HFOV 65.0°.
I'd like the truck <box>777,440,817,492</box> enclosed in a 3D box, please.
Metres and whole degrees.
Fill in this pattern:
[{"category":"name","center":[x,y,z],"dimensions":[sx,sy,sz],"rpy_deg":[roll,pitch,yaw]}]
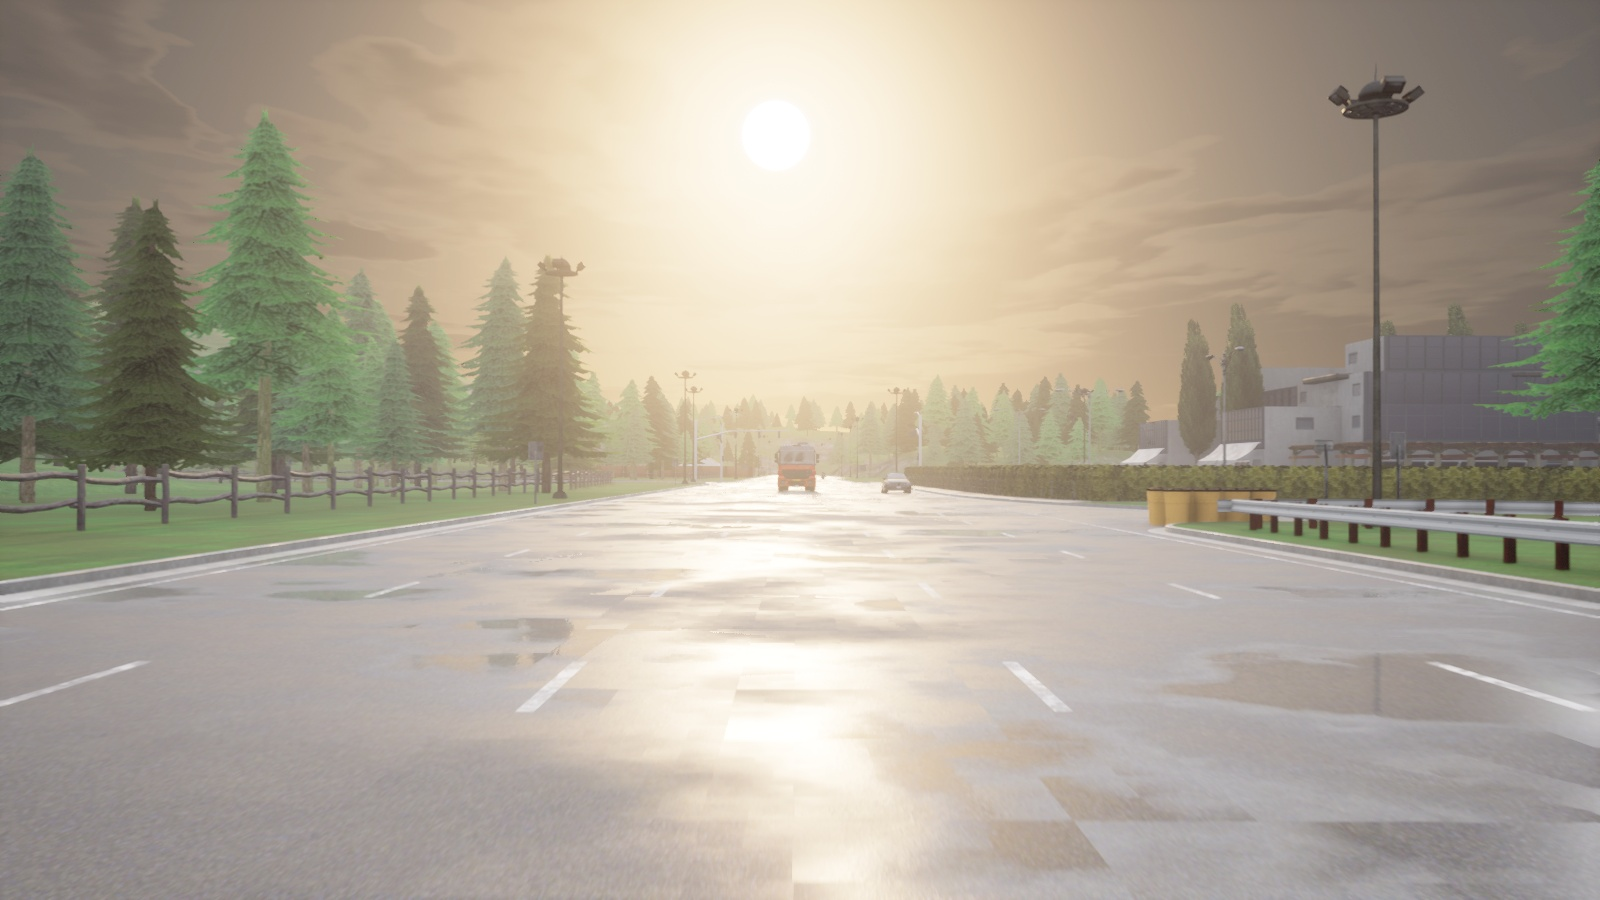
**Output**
[{"category":"truck","center":[-0.231,1.274,96.967],"dimensions":[2.891,3.827,8.468],"rpy_deg":[0,-1,0]}]

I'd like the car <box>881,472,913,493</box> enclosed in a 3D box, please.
[{"category":"car","center":[6.800,2.294,88.451],"dimensions":[1.812,1.442,4.674],"rpy_deg":[0,-1,0]}]
